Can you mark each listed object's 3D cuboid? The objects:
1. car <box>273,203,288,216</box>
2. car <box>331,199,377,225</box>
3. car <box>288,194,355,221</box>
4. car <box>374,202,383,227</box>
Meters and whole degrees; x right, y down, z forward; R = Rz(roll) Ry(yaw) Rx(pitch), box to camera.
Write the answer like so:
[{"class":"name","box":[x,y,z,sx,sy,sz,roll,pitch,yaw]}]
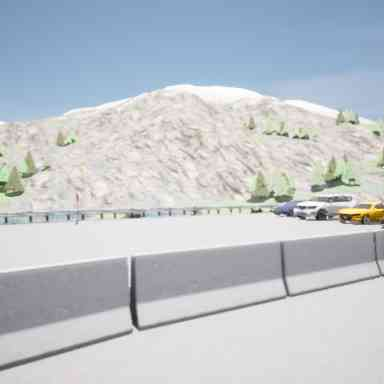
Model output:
[{"class":"car","box":[9.449,1.468,29.750,4.674,1.442,1.812,0,0,-27]},{"class":"car","box":[12.521,1.439,23.473,5.008,1.535,1.882,0,0,-27]},{"class":"car","box":[10.764,1.176,26.514,5.566,2.045,2.150,0,0,-27]},{"class":"car","box":[13.516,1.496,20.063,4.674,1.442,1.812,0,0,-27]}]
